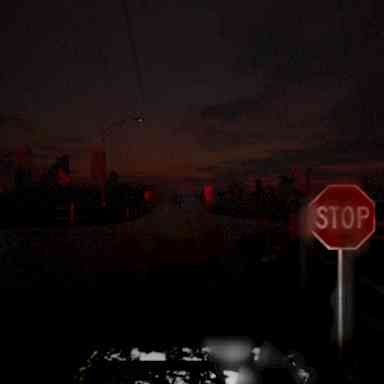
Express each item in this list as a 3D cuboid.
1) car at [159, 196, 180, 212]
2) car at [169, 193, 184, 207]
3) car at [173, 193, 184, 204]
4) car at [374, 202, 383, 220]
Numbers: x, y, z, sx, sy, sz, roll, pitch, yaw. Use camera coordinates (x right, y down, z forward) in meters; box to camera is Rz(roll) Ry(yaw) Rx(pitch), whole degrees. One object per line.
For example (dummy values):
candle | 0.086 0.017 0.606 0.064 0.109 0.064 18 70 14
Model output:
car | -2.833 1.582 39.743 2.033 1.411 5.357 0 0 0
car | -2.841 1.282 52.717 2.150 2.045 5.566 0 0 -1
car | -2.748 1.321 68.266 2.150 2.045 5.566 0 0 0
car | 15.625 1.651 28.997 4.553 1.767 2.097 1 -1 -20
